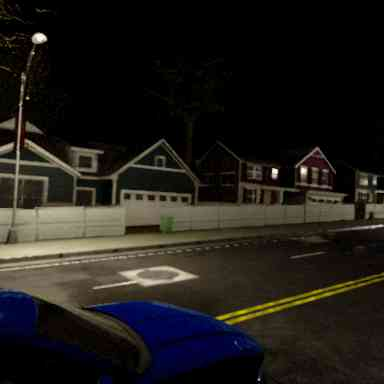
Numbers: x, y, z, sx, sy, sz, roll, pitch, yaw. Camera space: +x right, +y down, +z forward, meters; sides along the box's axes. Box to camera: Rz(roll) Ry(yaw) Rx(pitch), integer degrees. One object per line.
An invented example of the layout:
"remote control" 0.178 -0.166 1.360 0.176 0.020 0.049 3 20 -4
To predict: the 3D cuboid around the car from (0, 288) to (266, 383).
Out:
"car" -1.601 1.476 2.294 5.008 1.535 1.882 1 -1 -36
